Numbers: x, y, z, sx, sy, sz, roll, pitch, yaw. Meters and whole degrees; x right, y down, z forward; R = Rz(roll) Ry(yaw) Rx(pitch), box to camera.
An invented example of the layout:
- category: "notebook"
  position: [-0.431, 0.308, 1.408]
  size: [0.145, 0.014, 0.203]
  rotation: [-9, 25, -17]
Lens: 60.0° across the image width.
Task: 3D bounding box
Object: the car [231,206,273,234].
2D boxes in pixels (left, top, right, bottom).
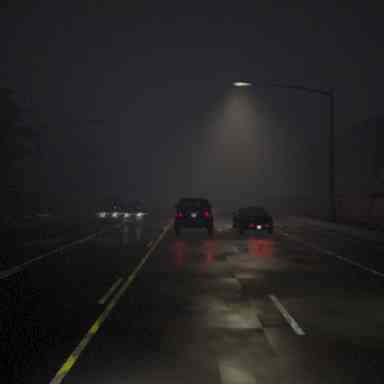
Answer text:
- category: "car"
  position: [3.605, 1.640, 20.286]
  size: [1.837, 1.490, 4.892]
  rotation: [0, 0, 0]

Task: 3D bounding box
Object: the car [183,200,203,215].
- category: "car"
  position: [0.109, 1.747, 38.371]
  size: [2.128, 1.511, 4.902]
  rotation: [0, 0, 0]

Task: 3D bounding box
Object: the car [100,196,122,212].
- category: "car"
  position: [-10.573, 1.520, 44.337]
  size: [2.150, 2.045, 5.566]
  rotation: [0, -1, 0]

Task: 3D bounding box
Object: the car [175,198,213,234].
- category: "car"
  position: [0.104, 1.358, 20.434]
  size: [2.150, 2.045, 5.566]
  rotation: [0, 0, 0]

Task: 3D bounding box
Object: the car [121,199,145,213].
- category: "car"
  position: [-7.081, 1.782, 41.562]
  size: [1.837, 1.490, 4.892]
  rotation: [0, 0, 0]
